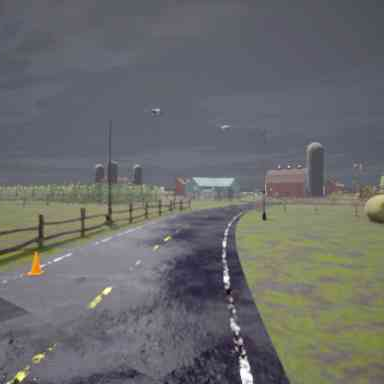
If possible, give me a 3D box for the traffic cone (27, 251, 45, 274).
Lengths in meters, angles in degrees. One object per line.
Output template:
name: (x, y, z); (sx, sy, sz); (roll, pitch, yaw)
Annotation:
traffic cone: (-4.305, 1.942, 9.194); (0.340, 0.580, 0.340); (0, 0, 4)
